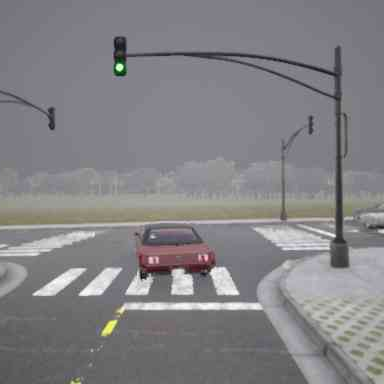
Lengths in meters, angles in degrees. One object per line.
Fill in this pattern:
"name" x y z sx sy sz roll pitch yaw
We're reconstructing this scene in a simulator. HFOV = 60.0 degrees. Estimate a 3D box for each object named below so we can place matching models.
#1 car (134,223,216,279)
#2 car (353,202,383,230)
"car" -0.781 1.592 10.115 1.895 1.301 4.718 0 1 -12
"car" 11.122 1.301 16.886 4.718 1.301 1.895 -2 -1 1
